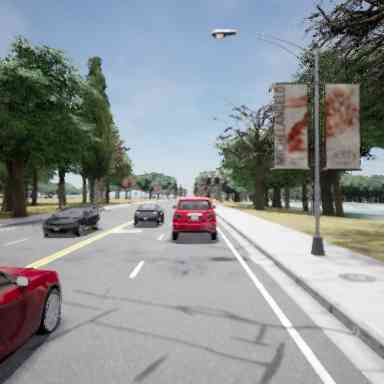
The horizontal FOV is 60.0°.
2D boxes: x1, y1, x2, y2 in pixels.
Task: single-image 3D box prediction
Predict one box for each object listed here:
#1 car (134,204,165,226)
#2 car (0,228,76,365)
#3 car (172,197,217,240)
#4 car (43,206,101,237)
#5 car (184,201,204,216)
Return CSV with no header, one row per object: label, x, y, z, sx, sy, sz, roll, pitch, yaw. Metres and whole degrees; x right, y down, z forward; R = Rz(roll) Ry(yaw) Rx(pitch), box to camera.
car,-3.108,1.622,24.787,2.128,1.511,4.902,0,0,0
car,-3.148,1.484,3.688,1.882,1.535,5.008,0,0,0
car,0.128,1.296,17.685,2.150,2.045,5.566,0,0,0
car,-6.570,1.556,18.664,1.882,1.535,5.008,0,0,0
car,0.162,1.789,36.366,2.033,1.411,5.357,0,-1,0
